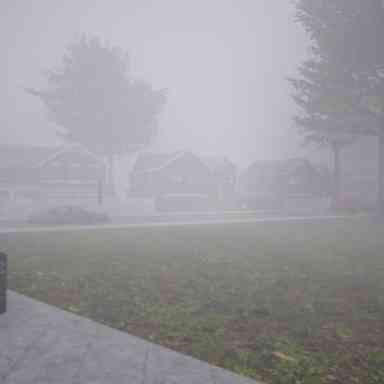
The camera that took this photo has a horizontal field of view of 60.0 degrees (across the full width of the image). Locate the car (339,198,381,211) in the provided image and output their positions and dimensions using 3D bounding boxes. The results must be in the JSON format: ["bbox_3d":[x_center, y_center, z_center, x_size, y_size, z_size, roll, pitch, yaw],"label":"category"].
[{"bbox_3d":[21.241,1.541,42.063,5.357,1.411,2.033,0,0,-28],"label":"car"}]

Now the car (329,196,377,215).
[{"bbox_3d":[17.851,1.479,37.088,5.566,2.045,2.150,0,0,-28],"label":"car"}]

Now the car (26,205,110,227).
[{"bbox_3d":[-8.519,1.617,23.062,5.357,1.411,2.033,0,0,-28],"label":"car"}]
